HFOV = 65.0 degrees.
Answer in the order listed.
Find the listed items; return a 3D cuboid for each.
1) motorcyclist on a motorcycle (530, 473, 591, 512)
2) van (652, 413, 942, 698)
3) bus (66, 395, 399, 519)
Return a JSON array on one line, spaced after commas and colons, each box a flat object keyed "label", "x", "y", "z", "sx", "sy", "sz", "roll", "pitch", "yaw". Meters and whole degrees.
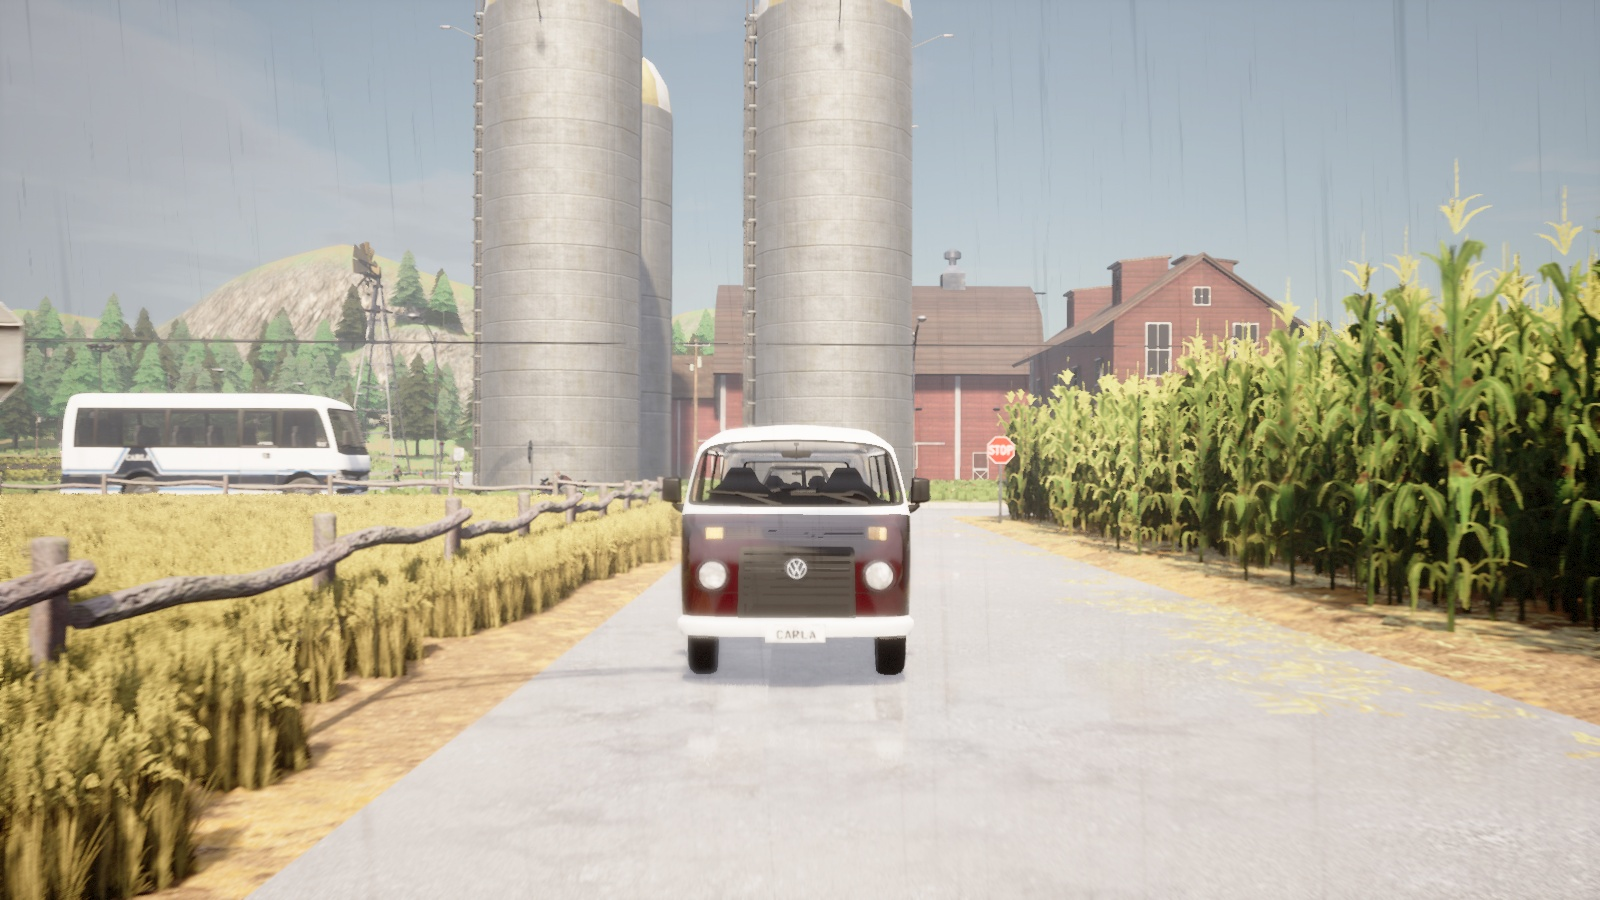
[{"label": "motorcyclist on a motorcycle", "x": -9.327, "y": 1.655, "z": 48.985, "sx": 2.191, "sy": 1.530, "sz": 0.866, "roll": 0, "pitch": -1, "yaw": 5}, {"label": "van", "x": -0.029, "y": 0.790, "z": 11.263, "sx": 2.069, "sy": 2.038, "sz": 4.480, "roll": 0, "pitch": -1, "yaw": 0}, {"label": "bus", "x": -20.319, "y": 0.256, "z": 45.551, "sx": 10.273, "sy": 4.253, "sz": 3.944, "roll": 0, "pitch": -1, "yaw": 0}]
